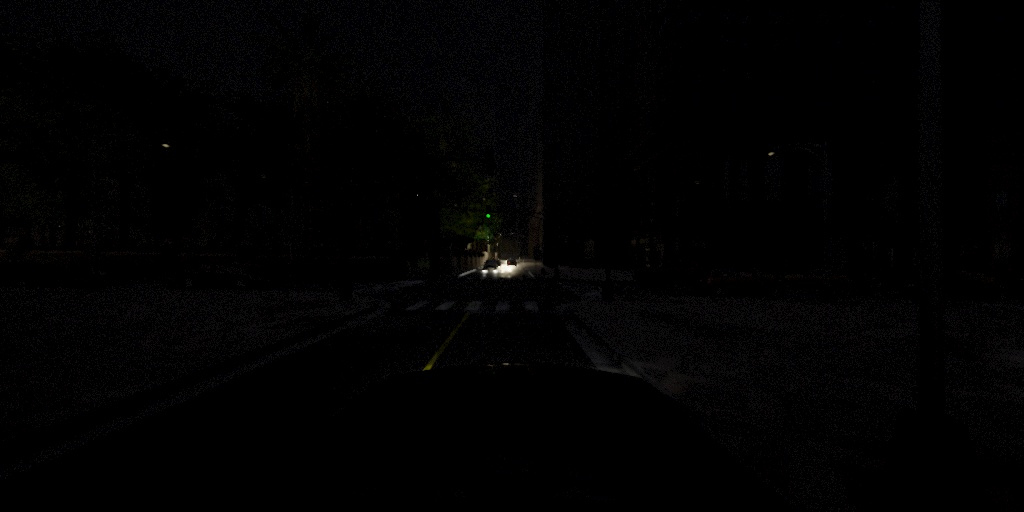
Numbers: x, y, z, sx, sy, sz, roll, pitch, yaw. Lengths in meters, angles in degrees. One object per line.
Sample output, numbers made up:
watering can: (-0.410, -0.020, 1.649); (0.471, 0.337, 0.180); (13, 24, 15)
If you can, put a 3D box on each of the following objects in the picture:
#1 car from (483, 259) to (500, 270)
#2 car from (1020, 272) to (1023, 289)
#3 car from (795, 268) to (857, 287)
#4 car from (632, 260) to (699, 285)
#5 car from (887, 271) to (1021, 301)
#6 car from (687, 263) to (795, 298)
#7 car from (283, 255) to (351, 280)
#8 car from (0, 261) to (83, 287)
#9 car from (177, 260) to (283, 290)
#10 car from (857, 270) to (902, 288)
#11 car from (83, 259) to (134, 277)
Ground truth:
car: (-3.076, 1.256, 51.386); (1.812, 1.442, 4.674); (0, 0, 0)
car: (39.564, 1.854, 27.220); (4.313, 1.339, 1.948); (0, 0, 0)
car: (22.773, 1.599, 27.266); (4.829, 1.417, 1.751); (0, 0, 0)
car: (11.862, 1.239, 27.296); (5.009, 1.841, 2.192); (0, 0, 0)
car: (22.928, 1.612, 18.740); (4.313, 1.339, 1.948); (0, 0, 0)
car: (11.848, 1.336, 18.770); (4.097, 1.591, 1.967); (0, 0, 0)
car: (-14.977, 0.853, 27.369); (5.009, 1.841, 2.192); (0, 0, 0)
car: (-26.037, 0.911, 18.873); (4.313, 1.339, 1.948); (0, 0, 0)
car: (-14.989, 1.061, 18.843); (4.403, 1.370, 2.007); (0, 0, 0)
car: (28.483, 1.712, 27.250); (4.313, 1.339, 1.948); (0, 0, 0)
car: (-31.549, 0.854, 27.414); (4.313, 1.339, 1.948); (0, 0, 0)
